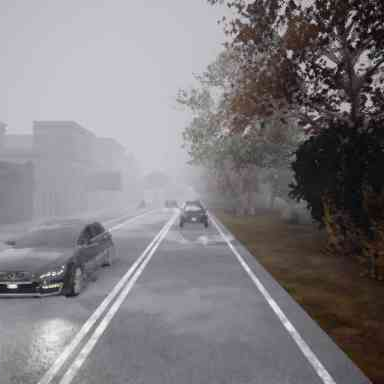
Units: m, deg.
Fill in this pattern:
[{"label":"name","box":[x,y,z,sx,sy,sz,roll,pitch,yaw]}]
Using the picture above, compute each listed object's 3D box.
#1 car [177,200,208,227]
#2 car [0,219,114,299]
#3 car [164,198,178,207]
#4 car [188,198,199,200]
[{"label":"car","box":[0.121,1.548,23.095,1.812,1.442,4.674,0,0,0]},{"label":"car","box":[-3.347,1.511,8.637,1.837,1.490,4.892,0,0,0]},{"label":"car","box":[-3.194,1.551,50.987,1.895,1.301,4.718,0,0,0]},{"label":"car","box":[0.143,1.513,41.920,1.882,1.535,5.008,0,0,0]}]
